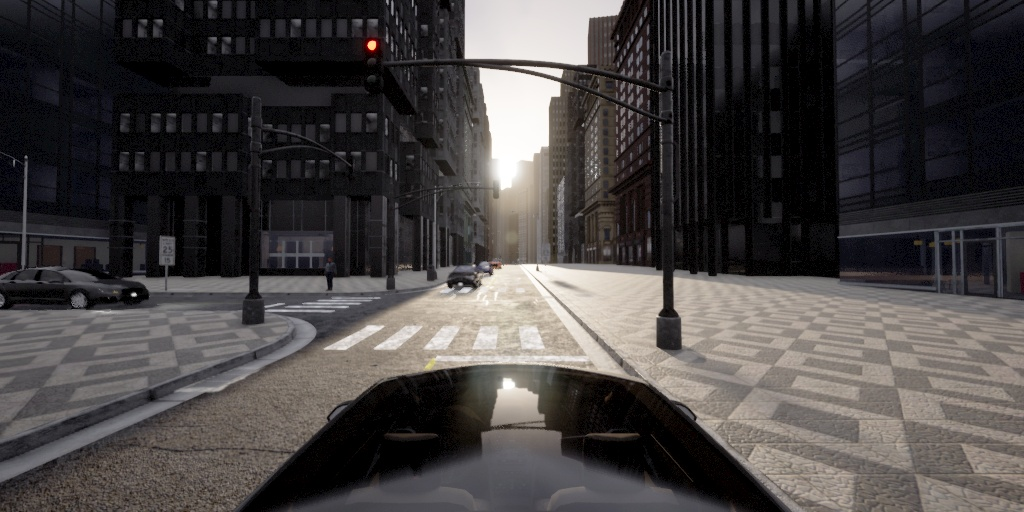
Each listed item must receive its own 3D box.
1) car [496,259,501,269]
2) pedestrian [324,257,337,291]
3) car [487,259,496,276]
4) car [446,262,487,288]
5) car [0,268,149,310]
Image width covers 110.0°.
[{"bbox_3d":[-2.896,1.222,60.510,2.097,1.767,4.553,0,0,1],"label":"car"},{"bbox_3d":[-9.967,0.973,19.623,0.375,1.860,0.375,0,-1,0],"label":"pedestrian"},{"bbox_3d":[-3.024,1.308,37.850,1.812,1.442,4.674,0,0,0],"label":"car"},{"bbox_3d":[-3.049,1.304,23.923,2.033,1.411,5.357,0,0,0],"label":"car"},{"bbox_3d":[-16.542,1.187,13.406,4.892,1.490,1.837,0,-1,0],"label":"car"}]
